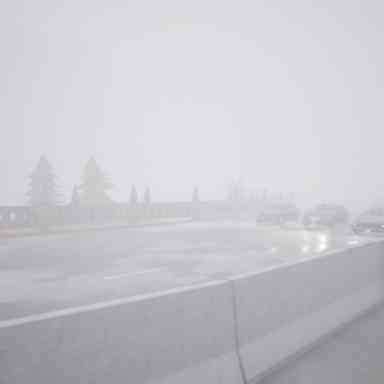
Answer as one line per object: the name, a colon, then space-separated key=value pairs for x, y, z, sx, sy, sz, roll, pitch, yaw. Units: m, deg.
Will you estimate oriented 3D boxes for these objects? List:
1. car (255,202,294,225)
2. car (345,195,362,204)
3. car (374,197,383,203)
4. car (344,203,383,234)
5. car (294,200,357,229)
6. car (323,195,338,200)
car: x=6.429 y=1.539 z=24.532 sx=1.837 sy=1.490 sz=4.892 roll=0 pitch=0 yaw=41
car: x=28.629 y=1.397 z=59.177 sx=2.097 sy=1.767 sz=4.553 roll=0 pitch=0 yaw=15
car: x=30.524 y=1.498 z=53.347 sx=2.128 sy=1.511 sz=4.902 roll=0 pitch=0 yaw=19
car: x=10.586 y=1.551 z=18.601 sx=2.033 sy=1.411 sz=5.357 roll=0 pitch=0 yaw=42
car: x=9.032 y=1.510 z=22.203 sx=2.128 sy=1.511 sz=4.902 roll=0 pitch=0 yaw=41
car: x=25.549 y=1.395 z=61.337 sx=2.097 sy=1.767 sz=4.553 roll=0 pitch=0 yaw=14
